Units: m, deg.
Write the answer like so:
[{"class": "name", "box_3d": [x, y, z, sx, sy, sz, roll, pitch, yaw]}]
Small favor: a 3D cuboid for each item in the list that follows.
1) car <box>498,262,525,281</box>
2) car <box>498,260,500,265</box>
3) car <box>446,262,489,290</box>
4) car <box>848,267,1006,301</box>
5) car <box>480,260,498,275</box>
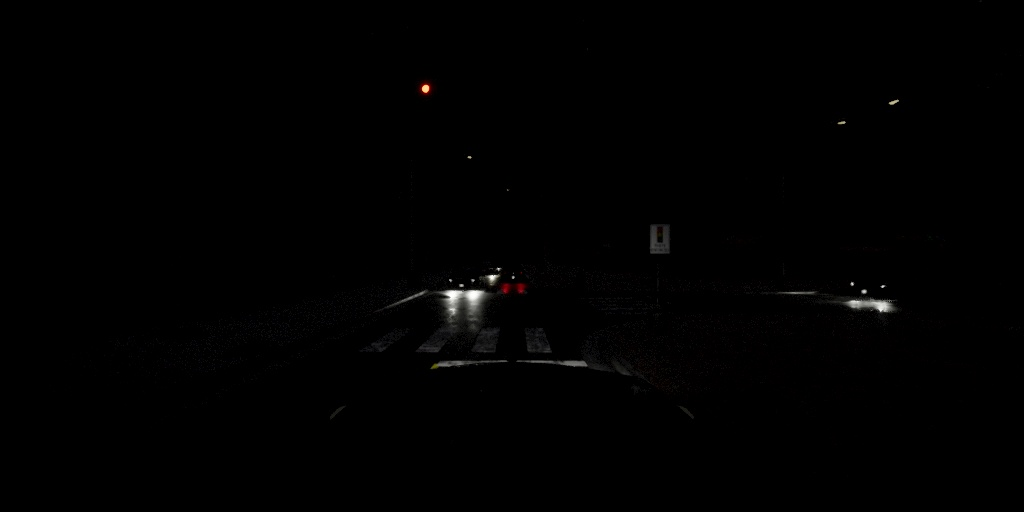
[{"class": "car", "box_3d": [0.085, 1.355, 30.118, 1.895, 1.301, 4.718, 0, 0, 0]}, {"class": "car", "box_3d": [-2.792, 1.335, 61.739, 2.033, 1.411, 5.357, 0, 0, 0]}, {"class": "car", "box_3d": [-2.862, 1.299, 23.021, 2.033, 1.411, 5.357, 0, 0, 0]}, {"class": "car", "box_3d": [18.345, 1.186, 15.971, 5.357, 1.411, 2.033, 0, 0, 0]}, {"class": "car", "box_3d": [-2.869, 1.239, 39.331, 1.882, 1.535, 5.008, 0, 0, 0]}]
